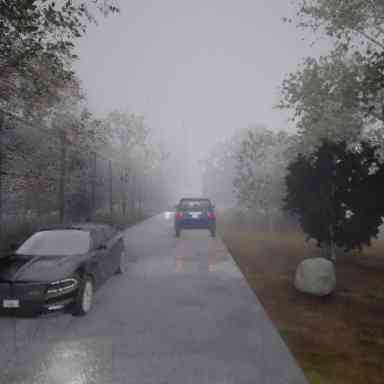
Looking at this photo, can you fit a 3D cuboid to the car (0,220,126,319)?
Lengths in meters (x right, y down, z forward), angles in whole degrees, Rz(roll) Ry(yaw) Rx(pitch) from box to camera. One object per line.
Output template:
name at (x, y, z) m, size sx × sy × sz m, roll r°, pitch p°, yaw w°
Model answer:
car at (-2.840, 1.494, 7.732) m, size 1.882 × 1.535 × 5.008 m, roll 0°, pitch 0°, yaw 0°

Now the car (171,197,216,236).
car at (0.174, 1.312, 19.072) m, size 2.150 × 2.045 × 5.566 m, roll 0°, pitch -1°, yaw 0°

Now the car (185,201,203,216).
car at (0.215, 1.837, 37.843) m, size 1.882 × 1.535 × 5.008 m, roll 0°, pitch -1°, yaw 0°

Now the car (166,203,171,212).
car at (-2.644, 2.192, 48.386) m, size 1.895 × 1.301 × 4.718 m, roll 0°, pitch -1°, yaw 1°
